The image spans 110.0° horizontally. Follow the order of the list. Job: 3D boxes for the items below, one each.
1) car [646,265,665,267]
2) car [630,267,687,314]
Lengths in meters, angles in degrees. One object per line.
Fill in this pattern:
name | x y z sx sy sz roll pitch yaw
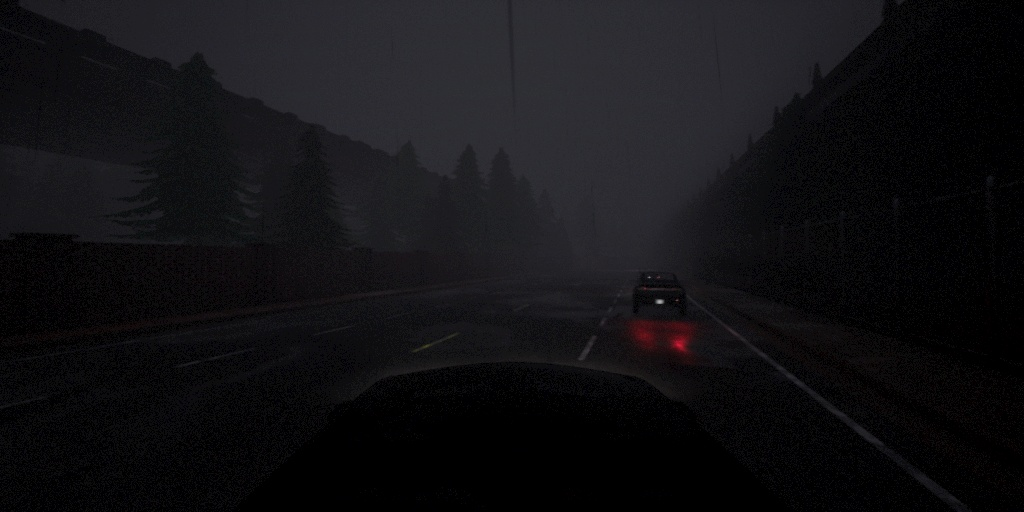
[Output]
car | 10.819 1.624 28.444 1.895 1.301 4.718 0 -1 20
car | 5.888 1.373 14.552 2.128 1.511 4.902 0 0 20
